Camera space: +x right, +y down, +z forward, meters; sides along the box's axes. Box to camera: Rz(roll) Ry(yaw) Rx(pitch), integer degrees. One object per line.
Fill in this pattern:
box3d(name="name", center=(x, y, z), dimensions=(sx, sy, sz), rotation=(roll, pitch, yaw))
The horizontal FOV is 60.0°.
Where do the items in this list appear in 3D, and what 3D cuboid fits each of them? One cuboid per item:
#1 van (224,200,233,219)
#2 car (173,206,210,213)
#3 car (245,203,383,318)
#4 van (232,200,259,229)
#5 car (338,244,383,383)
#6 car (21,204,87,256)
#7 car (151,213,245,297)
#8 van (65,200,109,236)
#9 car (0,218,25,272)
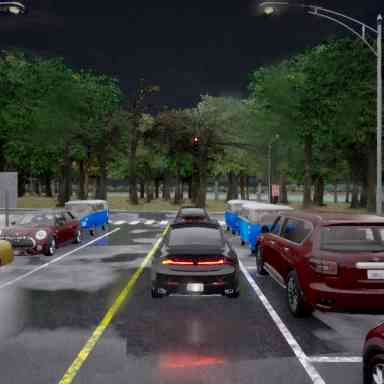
box3d(name="van", center=(2.753, 1.342, 18.239), dimensions=(1.690, 1.788, 3.998), rotation=(0, 0, 0))
box3d(name="car", center=(0.003, 1.506, 17.939), dimensions=(1.837, 1.490, 4.892), rotation=(0, 0, -1))
box3d(name="car", center=(2.759, 1.315, 7.364), dimensions=(2.192, 1.841, 5.009), rotation=(0, 0, 0))
box3d(name="van", center=(2.756, 1.342, 12.801), dimensions=(1.690, 1.788, 3.998), rotation=(0, 0, 0))
box3d(name="car", center=(2.762, 1.440, 1.926), dimensions=(1.967, 1.590, 4.097), rotation=(0, 0, 0))
box3d(name="car", center=(-5.769, 1.441, 12.797), dimensions=(1.967, 1.590, 4.097), rotation=(0, 0, 0))
box3d(name="car", center=(0.073, 1.505, 8.535), dimensions=(1.837, 1.490, 4.892), rotation=(0, 0, 0))
box3d(name="van", center=(-5.772, 1.342, 18.235), dimensions=(1.690, 1.788, 3.998), rotation=(0, 0, 0))
box3d(name="car", center=(-5.766, 1.525, 7.190), dimensions=(1.752, 1.417, 4.829), rotation=(0, 0, 0))
